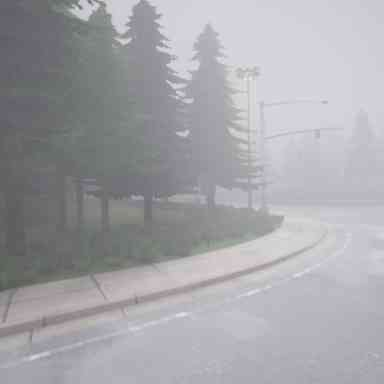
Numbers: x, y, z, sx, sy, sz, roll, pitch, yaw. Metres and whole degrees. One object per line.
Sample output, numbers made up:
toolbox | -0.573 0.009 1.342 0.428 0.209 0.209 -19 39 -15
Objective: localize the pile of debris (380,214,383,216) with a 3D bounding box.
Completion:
pile of debris | 14.186 1.625 22.909 1.500 0.140 1.860 -1 1 2

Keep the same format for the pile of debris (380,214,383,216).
pile of debris | 14.186 1.625 22.909 1.500 0.140 1.860 -1 1 2
